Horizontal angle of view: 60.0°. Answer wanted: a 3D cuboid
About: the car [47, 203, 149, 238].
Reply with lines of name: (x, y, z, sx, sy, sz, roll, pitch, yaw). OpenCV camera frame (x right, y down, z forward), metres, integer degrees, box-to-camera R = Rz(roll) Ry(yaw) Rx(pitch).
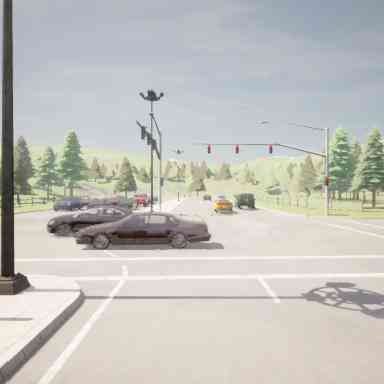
car: (-4.866, 1.491, 17.211, 4.902, 1.511, 2.128, 0, 0, -4)

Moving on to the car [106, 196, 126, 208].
car: (-11.523, 1.478, 50.595, 1.882, 1.535, 5.008, 0, 0, 0)

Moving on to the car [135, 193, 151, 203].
car: (-8.022, 1.221, 51.668, 2.150, 2.045, 5.566, 0, 0, 0)

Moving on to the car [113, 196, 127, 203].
car: (-14.899, 1.499, 69.173, 1.837, 1.490, 4.892, 0, 0, 0)

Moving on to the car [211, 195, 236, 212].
car: (3.589, 1.477, 38.627, 1.882, 1.535, 5.008, 0, 0, 1)

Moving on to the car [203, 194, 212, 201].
car: (3.867, 1.355, 83.996, 2.097, 1.767, 4.553, 0, 0, 2)

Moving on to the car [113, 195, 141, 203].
car: (-8.037, 1.478, 41.734, 1.882, 1.535, 5.008, 0, 0, 0)

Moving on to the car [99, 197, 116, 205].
car: (-14.994, 1.564, 59.062, 1.994, 1.385, 4.181, 0, 0, 0)

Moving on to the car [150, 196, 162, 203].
car: (-7.870, 1.526, 72.676, 2.033, 1.411, 5.357, 0, 0, 0)

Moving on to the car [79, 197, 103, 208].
car: (-15.026, 1.547, 49.824, 2.033, 1.411, 5.357, 0, 0, 0)

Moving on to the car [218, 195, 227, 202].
car: (7.234, 1.478, 78.847, 1.882, 1.535, 5.008, 0, 0, 1)

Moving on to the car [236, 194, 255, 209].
car: (7.121, 1.221, 45.198, 2.150, 2.045, 5.566, 0, 0, 1)

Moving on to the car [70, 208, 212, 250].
car: (-1.888, 1.548, 13.730, 5.357, 1.411, 2.033, 0, 0, -4)

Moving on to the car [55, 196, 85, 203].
car: (-15.044, 1.352, 40.365, 2.097, 1.767, 4.553, 0, 0, 0)

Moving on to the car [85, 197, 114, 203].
car: (-11.541, 1.564, 41.617, 1.994, 1.385, 4.181, 0, 0, 0)

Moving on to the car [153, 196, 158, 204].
car: (-7.972, 1.547, 62.188, 2.033, 1.411, 5.357, 0, 0, 0)
